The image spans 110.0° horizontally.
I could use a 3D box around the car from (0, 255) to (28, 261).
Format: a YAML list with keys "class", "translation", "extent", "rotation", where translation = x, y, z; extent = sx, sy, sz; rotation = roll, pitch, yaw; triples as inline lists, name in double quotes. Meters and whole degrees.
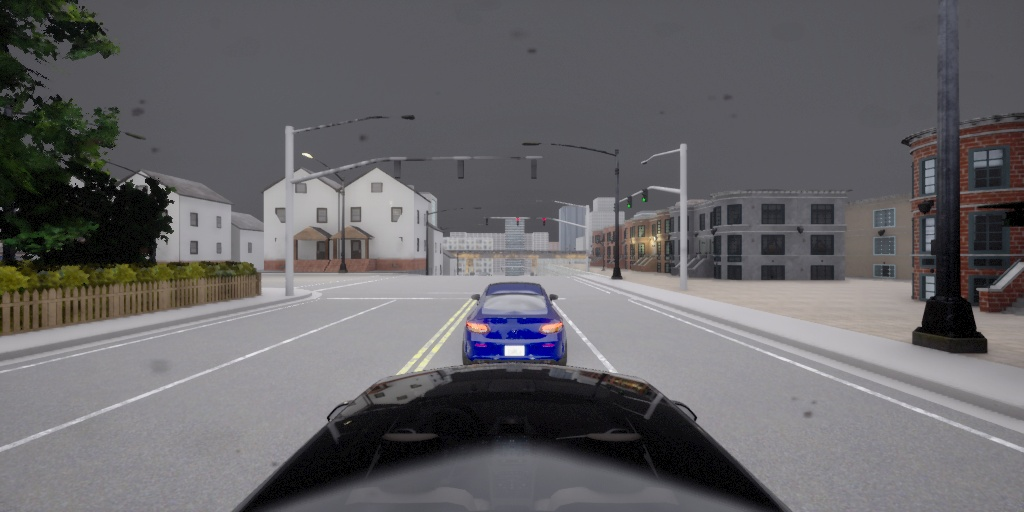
- class: "car"
  translation: [-44.713, 0.971, 30.667]
  extent: [5.566, 2.045, 2.150]
  rotation: [0, 0, 0]

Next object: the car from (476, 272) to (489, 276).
- class: "car"
  translation: [-3.604, 2.929, 47.213]
  extent: [2.097, 1.767, 4.553]
  rotation: [-1, -13, 0]

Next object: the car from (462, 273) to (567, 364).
- class: "car"
  translation: [0.059, 1.276, 7.753]
  extent: [1.812, 1.442, 4.674]
  rotation: [0, 0, 0]
